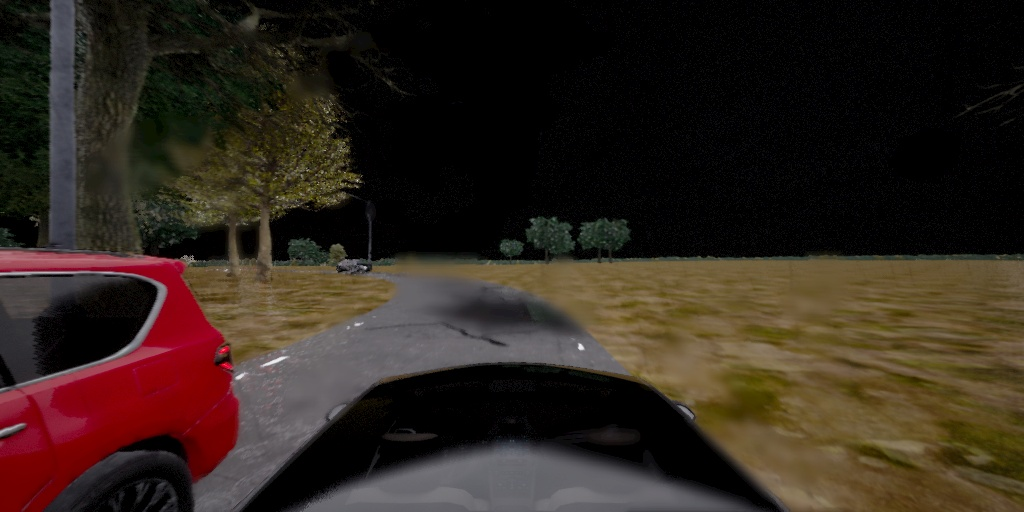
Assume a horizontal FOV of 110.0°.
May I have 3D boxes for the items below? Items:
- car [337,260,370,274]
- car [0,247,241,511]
[{"bbox_3d":[-17.968,1.213,40.608,4.902,1.511,2.128,0,-2,38],"label":"car"},{"bbox_3d":[-3.111,0.971,0.371,2.150,2.045,5.566,0,0,0],"label":"car"}]
